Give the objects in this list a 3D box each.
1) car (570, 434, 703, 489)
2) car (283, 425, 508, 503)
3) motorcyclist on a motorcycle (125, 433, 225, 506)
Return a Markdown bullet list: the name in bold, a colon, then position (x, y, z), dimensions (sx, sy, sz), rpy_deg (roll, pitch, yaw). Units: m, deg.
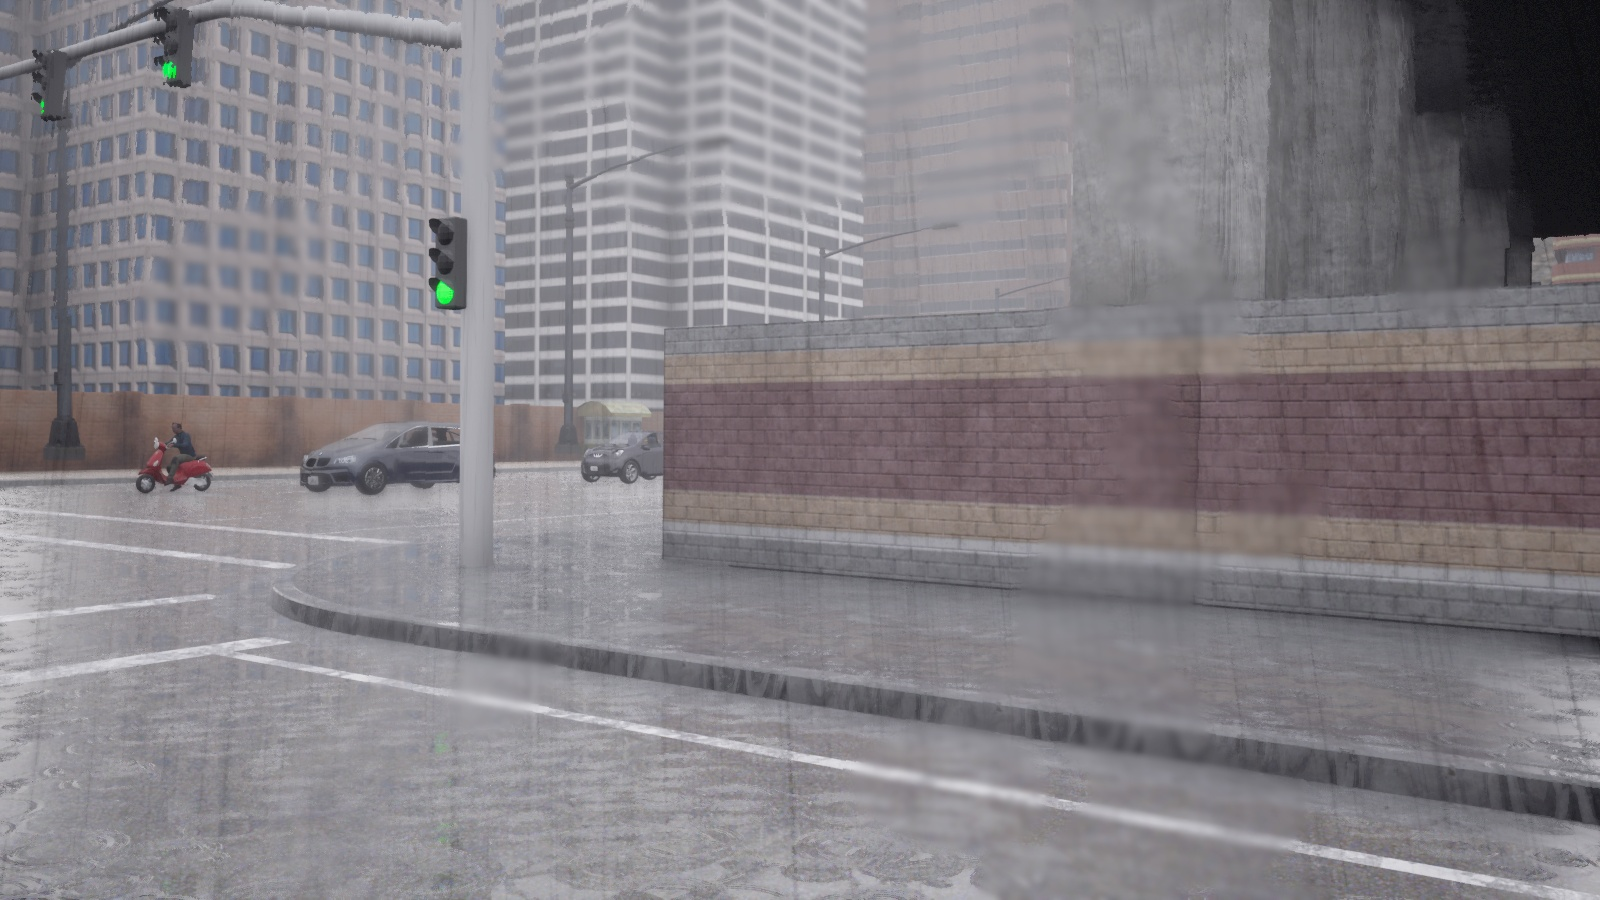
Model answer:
- **car**: position (-4.681, 0.292, 36.289), dimensions (1.845, 1.501, 3.633), rpy_deg (0, 1, 34)
- **car**: position (-9.350, 0.259, 29.396), dimensions (2.242, 1.667, 4.611), rpy_deg (0, 1, 34)
- **motorcyclist on a motorcycle**: position (-14.162, 0.424, 28.516), dimensions (0.866, 1.590, 1.817), rpy_deg (0, 1, 34)
